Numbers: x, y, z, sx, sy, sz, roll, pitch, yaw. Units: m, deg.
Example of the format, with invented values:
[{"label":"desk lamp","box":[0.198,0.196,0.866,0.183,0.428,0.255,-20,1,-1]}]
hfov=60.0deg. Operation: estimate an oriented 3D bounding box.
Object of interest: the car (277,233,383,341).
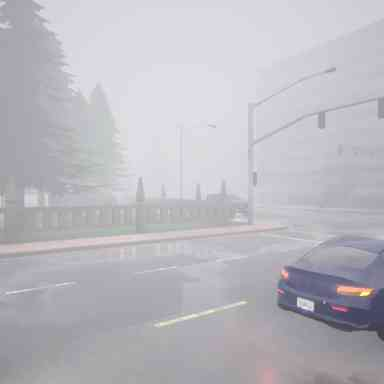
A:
[{"label":"car","box":[3.593,1.526,6.332,4.674,1.442,1.812,0,0,-35]}]

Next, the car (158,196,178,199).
[{"label":"car","box":[-2.354,1.470,41.280,1.812,1.442,4.674,0,0,-24]}]

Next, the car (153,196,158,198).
[{"label":"car","box":[-5.880,1.436,55.811,2.128,1.511,4.902,0,0,-3]}]

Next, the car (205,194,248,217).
[{"label":"car","box":[3.293,1.166,31.329,2.150,2.045,5.566,0,0,-32]}]
